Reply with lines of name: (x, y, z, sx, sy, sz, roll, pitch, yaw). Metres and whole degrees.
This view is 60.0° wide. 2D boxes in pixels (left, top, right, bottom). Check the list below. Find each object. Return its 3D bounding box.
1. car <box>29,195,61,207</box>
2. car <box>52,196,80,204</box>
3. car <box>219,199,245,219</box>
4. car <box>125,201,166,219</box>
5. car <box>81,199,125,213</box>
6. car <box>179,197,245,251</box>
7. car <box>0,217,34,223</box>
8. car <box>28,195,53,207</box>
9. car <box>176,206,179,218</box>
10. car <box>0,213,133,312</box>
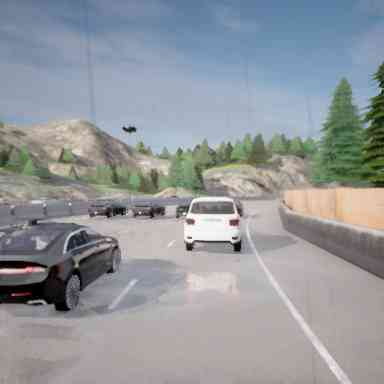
car: (-23.116, 1.337, 52.430, 2.097, 1.767, 4.553, 0, 0, 18)
car: (-17.319, 1.560, 47.481, 1.994, 1.385, 4.181, 0, 0, 17)
car: (3.839, 1.511, 31.147, 1.882, 1.535, 5.008, 0, 0, 13)
car: (-3.699, 1.505, 29.356, 2.128, 1.511, 4.902, 0, 0, 11)
car: (-7.294, 1.497, 29.237, 2.128, 1.511, 4.902, 0, 0, 11)
car: (0.992, 1.235, 14.377, 2.150, 2.045, 5.566, 0, 0, 6)
car: (-6.209, 1.596, 12.721, 1.895, 1.301, 4.718, 0, 0, 5)
car: (-21.047, 1.512, 47.275, 1.812, 1.442, 4.674, 0, 0, 16)
car: (-0.096, 1.527, 29.534, 1.837, 1.490, 4.892, 0, 0, 12)
car: (-3.064, 1.490, 7.705, 2.128, 1.511, 4.902, 0, 0, 3)
